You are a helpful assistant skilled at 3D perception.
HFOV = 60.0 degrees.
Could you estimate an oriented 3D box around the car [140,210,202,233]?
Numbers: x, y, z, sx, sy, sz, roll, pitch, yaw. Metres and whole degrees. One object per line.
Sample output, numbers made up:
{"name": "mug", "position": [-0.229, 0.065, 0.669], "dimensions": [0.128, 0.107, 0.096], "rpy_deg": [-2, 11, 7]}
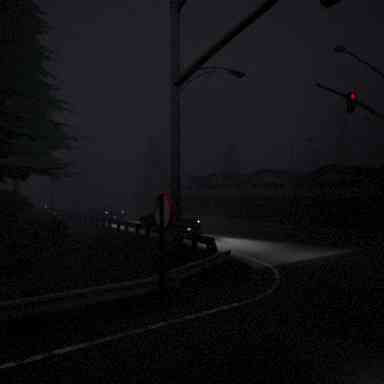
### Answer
{"name": "car", "position": [-1.427, 1.792, 20.670], "dimensions": [1.895, 1.301, 4.718], "rpy_deg": [0, 0, -35]}

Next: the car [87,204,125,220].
{"name": "car", "position": [-7.709, 1.792, 29.659], "dimensions": [1.895, 1.301, 4.718], "rpy_deg": [0, 0, -35]}

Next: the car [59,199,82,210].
{"name": "car", "position": [-16.624, 1.672, 45.566], "dimensions": [2.128, 1.511, 4.902], "rpy_deg": [0, 0, -2]}
